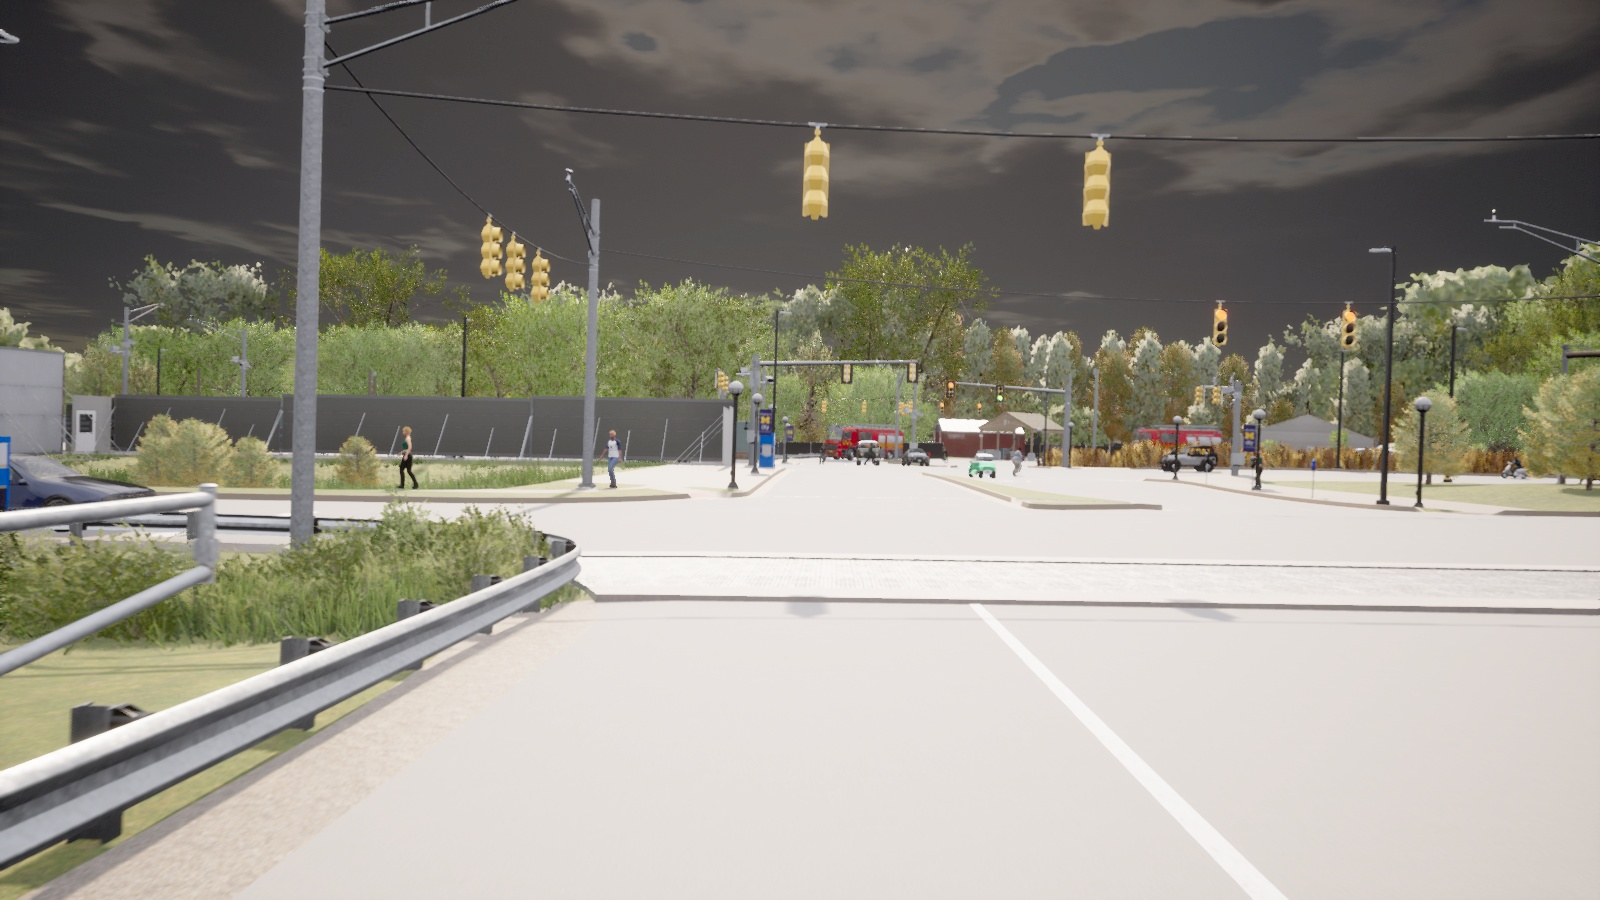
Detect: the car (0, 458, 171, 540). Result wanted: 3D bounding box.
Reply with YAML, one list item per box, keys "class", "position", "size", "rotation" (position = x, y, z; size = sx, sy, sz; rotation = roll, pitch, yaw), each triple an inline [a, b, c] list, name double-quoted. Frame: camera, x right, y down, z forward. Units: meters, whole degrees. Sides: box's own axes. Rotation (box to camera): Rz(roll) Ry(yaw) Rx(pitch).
- class: "car"
  position: [-15.158, 0.896, 23.918]
  size: [5.357, 1.411, 2.033]
  rotation: [0, 1, 2]

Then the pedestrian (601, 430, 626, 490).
- class: "pedestrian"
  position: [-5.830, 0.308, 39.315]
  size: [0.354, 1.836, 0.706]
  rotation: [2, 1, 31]

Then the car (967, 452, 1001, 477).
- class: "car"
  position: [10.376, 0.809, 70.919]
  size: [1.481, 1.376, 2.207]
  rotation: [1, 0, -4]

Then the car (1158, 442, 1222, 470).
- class: "car"
  position: [27.021, 0.378, 87.113]
  size: [3.866, 1.878, 1.905]
  rotation: [0, 1, 0]

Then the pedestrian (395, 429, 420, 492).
- class: "pedestrian"
  position: [-11.477, 0.310, 36.713]
  size: [0.594, 1.836, 0.345]
  rotation: [1, 1, -4]

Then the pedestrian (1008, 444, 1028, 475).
- class: "pedestrian"
  position: [13.233, 0.568, 76.154]
  size: [0.900, 1.855, 0.874]
  rotation: [1, 1, -10]
